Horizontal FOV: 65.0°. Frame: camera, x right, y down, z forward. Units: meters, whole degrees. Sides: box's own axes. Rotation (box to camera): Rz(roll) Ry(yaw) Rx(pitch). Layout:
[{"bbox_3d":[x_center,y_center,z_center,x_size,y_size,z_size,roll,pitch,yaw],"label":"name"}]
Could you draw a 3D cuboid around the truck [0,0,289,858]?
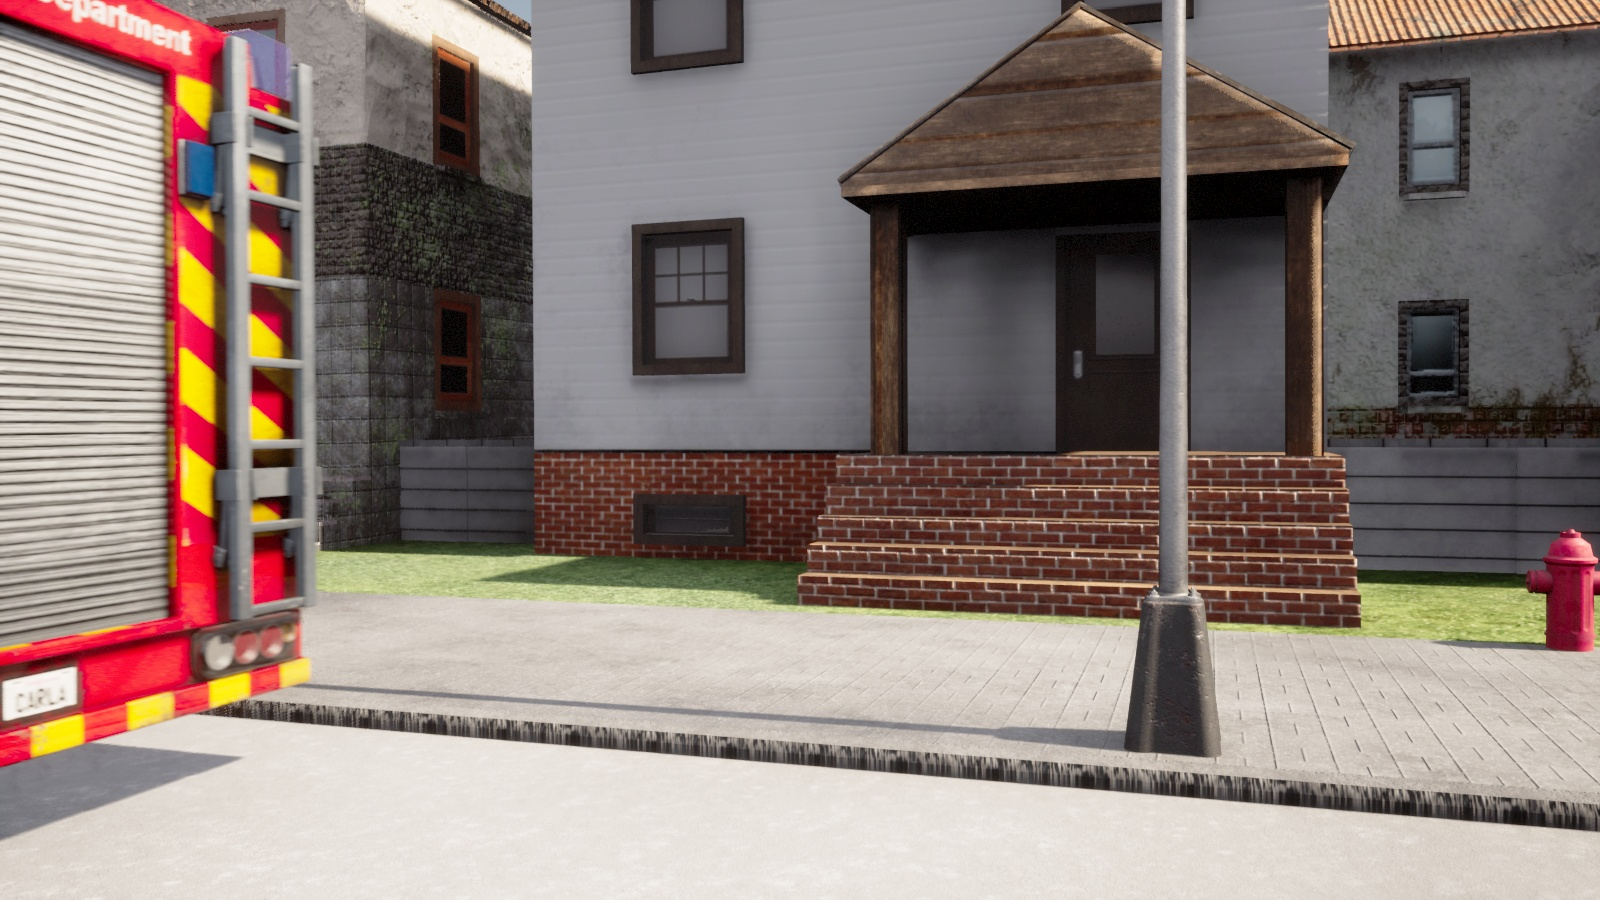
[{"bbox_3d":[-6.920,-0.459,5.948,8.468,3.827,2.891,1,1,18],"label":"truck"}]
